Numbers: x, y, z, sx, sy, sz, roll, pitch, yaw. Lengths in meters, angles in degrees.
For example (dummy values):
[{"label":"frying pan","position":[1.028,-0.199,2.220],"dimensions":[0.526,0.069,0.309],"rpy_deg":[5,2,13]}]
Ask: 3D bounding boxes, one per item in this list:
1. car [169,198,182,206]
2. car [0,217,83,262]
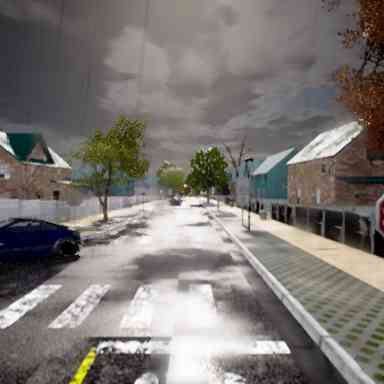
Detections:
[{"label":"car","position":[-2.703,1.606,54.501],"dimensions":[1.895,1.301,4.718],"rpy_deg":[0,0,0]},{"label":"car","position":[-5.863,1.562,11.073],"dimensions":[4.181,1.385,1.994],"rpy_deg":[-1,2,-37]}]
